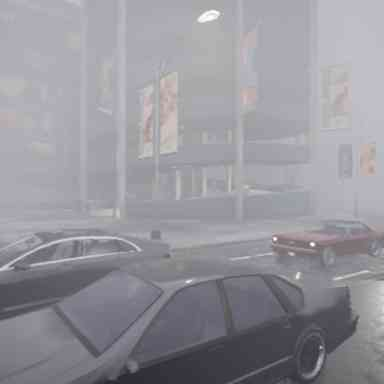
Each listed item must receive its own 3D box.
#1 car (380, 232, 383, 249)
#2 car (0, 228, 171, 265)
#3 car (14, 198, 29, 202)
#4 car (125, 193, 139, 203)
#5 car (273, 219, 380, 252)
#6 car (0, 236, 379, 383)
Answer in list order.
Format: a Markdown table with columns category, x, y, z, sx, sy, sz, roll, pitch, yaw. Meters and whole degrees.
| category | x | y | z | sx | sy | sz | roll | pitch | yaw |
| --- | --- | --- | --- | --- | --- | --- | --- | --- | --- |
| car | 7.381 | 1.644 | 9.282 | 4.181 | 1.385 | 1.994 | 0 | 0 | -36 |
| car | -2.633 | 1.503 | 6.419 | 4.902 | 1.511 | 2.128 | 1 | 0 | -36 |
| car | -26.595 | 1.523 | 51.669 | 1.895 | 1.301 | 4.718 | 0 | 0 | -36 |
| car | -12.085 | 1.220 | 63.178 | 2.435 | 2.045 | 5.566 | 0 | 0 | -36 |
| car | 4.969 | 1.678 | 11.859 | 4.718 | 1.301 | 1.895 | 1 | 0 | -35 |
| car | -0.178 | 1.562 | 3.876 | 5.357 | 1.411 | 2.033 | 1 | 0 | -36 |
